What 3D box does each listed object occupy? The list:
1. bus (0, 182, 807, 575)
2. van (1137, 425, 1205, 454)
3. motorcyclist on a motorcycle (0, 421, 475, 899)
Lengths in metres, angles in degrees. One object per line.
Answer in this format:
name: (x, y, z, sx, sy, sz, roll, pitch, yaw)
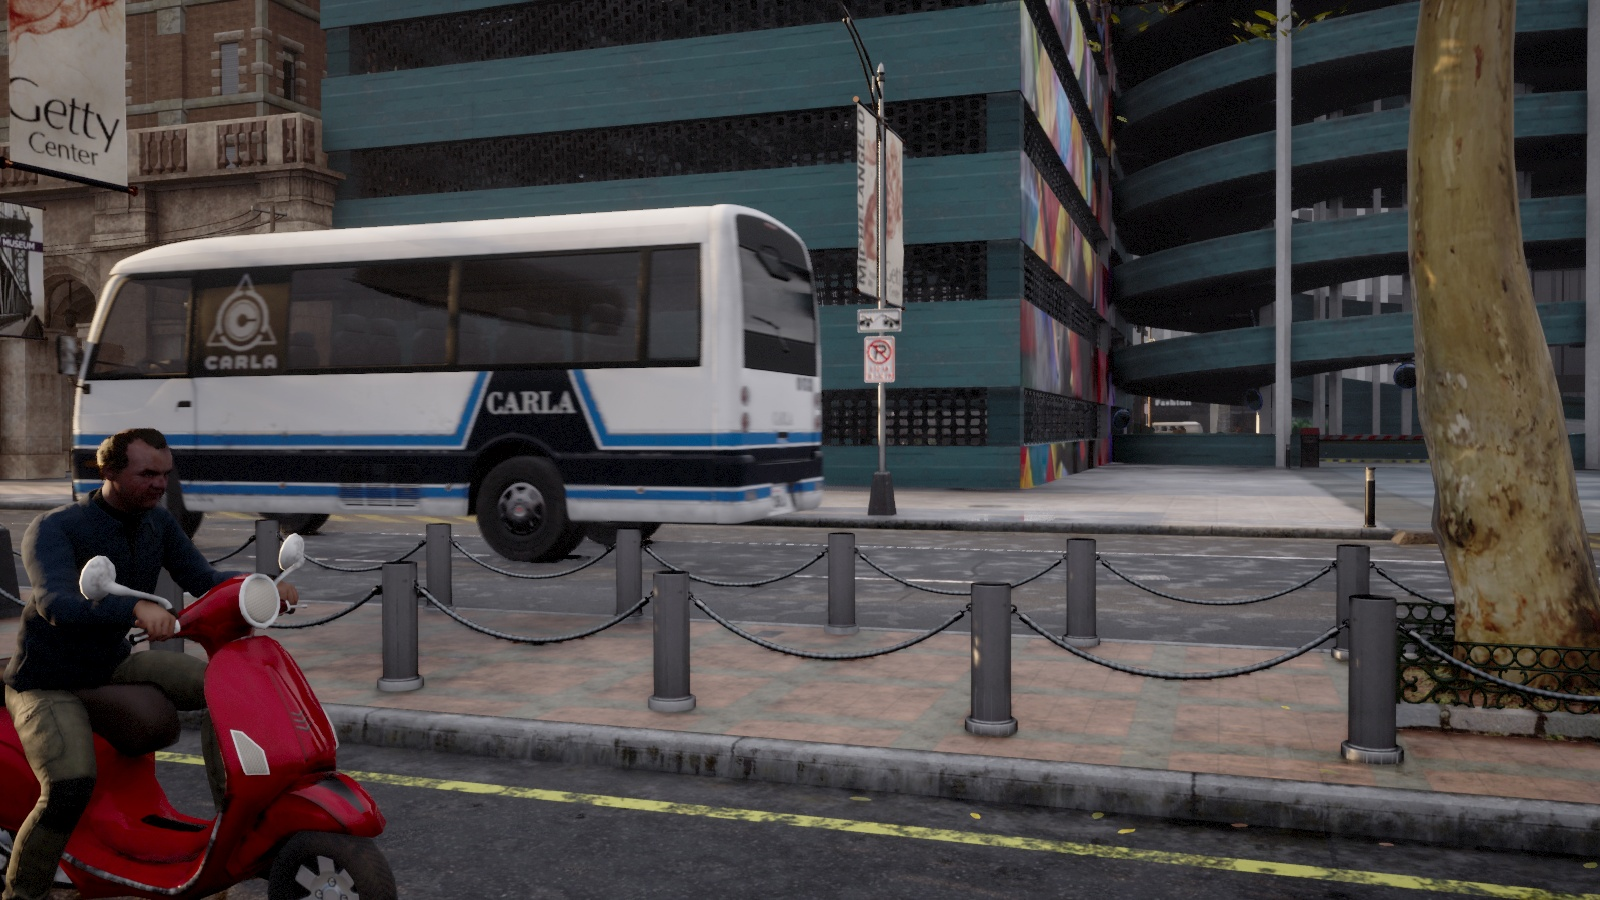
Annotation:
bus: (-5.404, -0.844, 17.124, 10.273, 4.253, 3.944, 1, 1, 19)
van: (26.153, -0.740, 88.517, 4.442, 1.987, 1.775, 1, 1, 21)
motorcyclist on a motorcycle: (-2.034, 0.710, 3.877, 1.817, 1.590, 0.866, 1, 1, 19)
